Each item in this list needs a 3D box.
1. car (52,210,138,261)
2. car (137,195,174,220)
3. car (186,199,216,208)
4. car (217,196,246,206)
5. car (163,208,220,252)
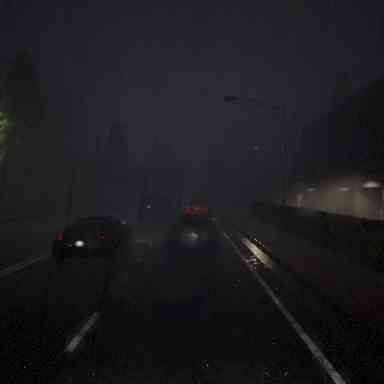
[{"bbox_3d":[-3.440,1.564,12.219,1.994,1.385,4.181,0,0,0],"label":"car"},{"bbox_3d":[-2.966,1.228,27.898,2.150,2.045,5.566,0,0,6],"label":"car"},{"bbox_3d":[0.691,1.355,28.569,2.097,1.767,4.553,0,0,7],"label":"car"},{"bbox_3d":[7.135,1.500,56.414,4.902,1.511,2.128,0,0,-44],"label":"car"},{"bbox_3d":[0.071,1.566,13.842,1.994,1.385,4.181,0,0,0],"label":"car"}]
